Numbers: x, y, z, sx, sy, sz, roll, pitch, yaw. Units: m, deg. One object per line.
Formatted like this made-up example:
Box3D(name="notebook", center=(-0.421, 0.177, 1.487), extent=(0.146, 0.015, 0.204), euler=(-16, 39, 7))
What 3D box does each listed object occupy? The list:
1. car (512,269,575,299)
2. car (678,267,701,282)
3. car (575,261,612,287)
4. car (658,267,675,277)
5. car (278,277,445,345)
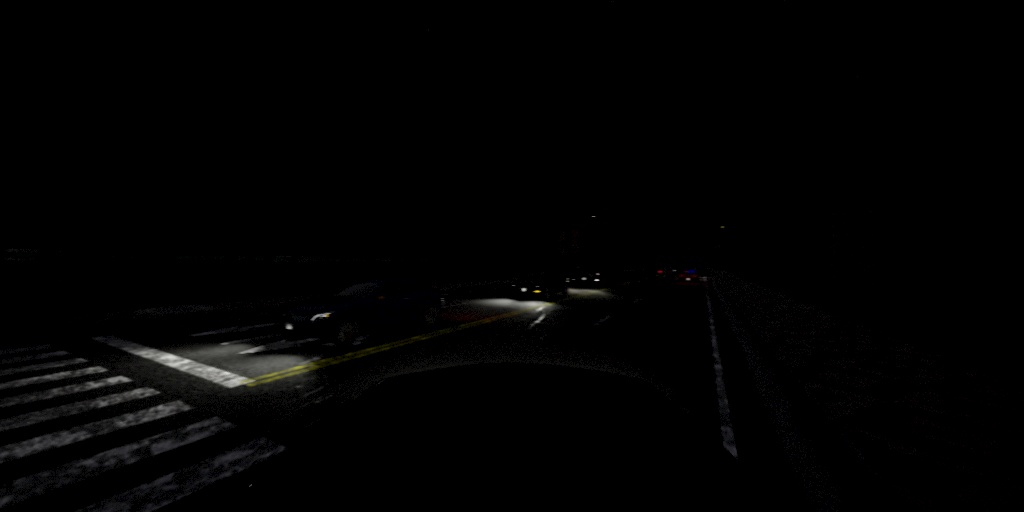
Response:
Box3D(name="car", center=(1.744, 1.513, 20.243), extent=(1.837, 1.490, 4.892), euler=(1, -1, 28))
Box3D(name="car", center=(19.119, 2.110, 38.685), extent=(1.895, 1.301, 4.718), euler=(1, -1, 28))
Box3D(name="car", center=(6.771, 1.425, 29.670), extent=(2.150, 2.045, 5.566), euler=(1, -1, 28))
Box3D(name="car", center=(21.838, 2.250, 50.667), extent=(2.033, 1.411, 5.357), euler=(1, -1, 28))
Box3D(name="car", center=(-3.760, 1.317, 9.867), extent=(1.812, 1.442, 4.674), euler=(1, -1, 28))
